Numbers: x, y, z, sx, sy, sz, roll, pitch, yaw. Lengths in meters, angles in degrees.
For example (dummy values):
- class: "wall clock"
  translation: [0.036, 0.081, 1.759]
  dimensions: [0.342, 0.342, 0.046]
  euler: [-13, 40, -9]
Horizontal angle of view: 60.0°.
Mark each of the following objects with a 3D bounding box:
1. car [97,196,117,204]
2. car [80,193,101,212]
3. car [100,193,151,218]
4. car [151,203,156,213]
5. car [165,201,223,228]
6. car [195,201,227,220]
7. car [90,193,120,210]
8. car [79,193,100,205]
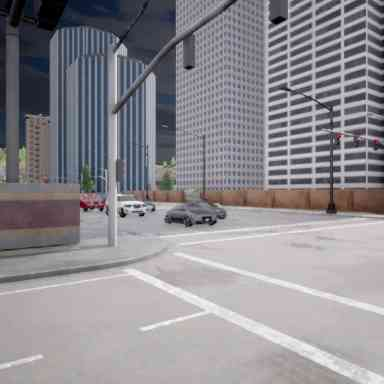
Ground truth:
- class: "car"
  translation: [-16.532, 1.547, 64.234]
  dimensions: [2.033, 1.411, 5.357]
  euler: [0, 0, -34]
- class: "car"
  translation: [-12.391, 1.221, 39.815]
  dimensions: [2.150, 2.045, 5.566]
  euler: [0, 0, -35]
- class: "car"
  translation: [-6.315, 1.223, 31.174]
  dimensions: [2.150, 2.045, 5.566]
  euler: [0, 0, -35]
- class: "car"
  translation: [-5.705, 1.492, 36.392]
  dimensions: [2.128, 1.511, 4.902]
  euler: [0, 0, -35]
- class: "car"
  translation: [-0.148, 1.565, 22.320]
  dimensions: [1.994, 1.385, 4.181]
  euler: [0, 0, -33]
- class: "car"
  translation: [0.833, 1.507, 27.110]
  dimensions: [1.837, 1.490, 4.892]
  euler: [0, 0, -35]
- class: "car"
  translation: [-12.000, 1.221, 45.352]
  dimensions: [2.150, 2.045, 5.566]
  euler: [0, 0, -35]
- class: "car"
  translation: [-19.124, 1.222, 61.853]
  dimensions: [2.150, 2.045, 5.566]
  euler: [0, 0, -35]
